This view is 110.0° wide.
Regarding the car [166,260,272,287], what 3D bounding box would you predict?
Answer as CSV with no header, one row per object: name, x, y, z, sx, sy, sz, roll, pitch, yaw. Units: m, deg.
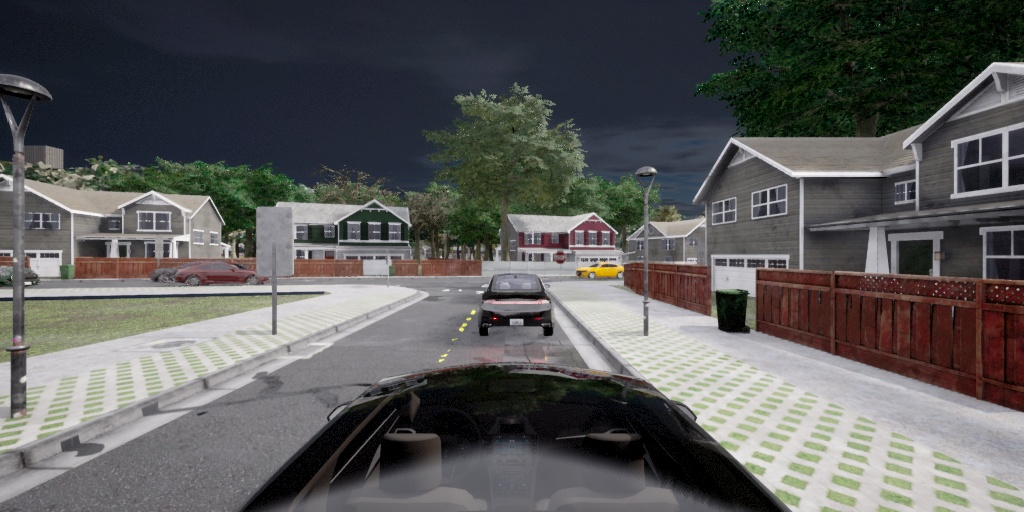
car,-16.845,1.080,21.192,4.674,1.442,1.812,1,0,-20

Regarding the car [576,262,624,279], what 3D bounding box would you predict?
car,8.347,1.337,33.466,5.008,1.535,1.882,1,0,-21

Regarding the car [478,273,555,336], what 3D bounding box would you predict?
car,0.104,1.240,10.314,2.128,1.511,4.902,0,0,0

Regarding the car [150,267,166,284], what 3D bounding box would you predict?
car,-20.021,1.010,23.169,4.902,1.511,2.128,1,0,-20

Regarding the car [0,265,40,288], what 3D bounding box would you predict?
car,-26.816,0.777,17.562,4.553,1.767,2.097,1,0,-20
